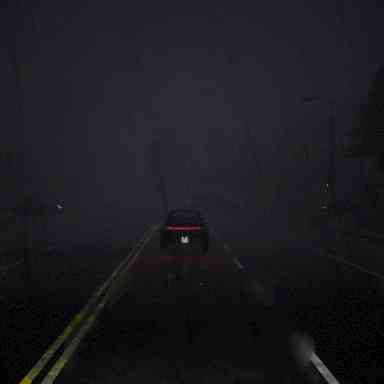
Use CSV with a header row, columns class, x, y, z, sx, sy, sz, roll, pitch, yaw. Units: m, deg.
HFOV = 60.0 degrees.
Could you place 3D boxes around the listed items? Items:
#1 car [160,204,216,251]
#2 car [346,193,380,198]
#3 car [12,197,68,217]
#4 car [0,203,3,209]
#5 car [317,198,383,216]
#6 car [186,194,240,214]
class,x,y,z,sx,sy,sz,roll,pitch,yaw
car,-0.319,1.490,14.085,2.128,1.511,4.902,0,0,-2
car,21.131,1.162,42.318,5.566,2.045,2.150,0,0,-2
car,-13.835,1.306,30.501,4.553,1.767,2.097,0,0,-2
car,-22.387,1.164,33.737,5.566,2.045,2.150,0,0,-2
car,14.693,1.488,31.424,5.357,1.411,2.033,0,0,-2
car,2.111,1.185,34.517,5.566,2.045,2.150,0,0,-2
